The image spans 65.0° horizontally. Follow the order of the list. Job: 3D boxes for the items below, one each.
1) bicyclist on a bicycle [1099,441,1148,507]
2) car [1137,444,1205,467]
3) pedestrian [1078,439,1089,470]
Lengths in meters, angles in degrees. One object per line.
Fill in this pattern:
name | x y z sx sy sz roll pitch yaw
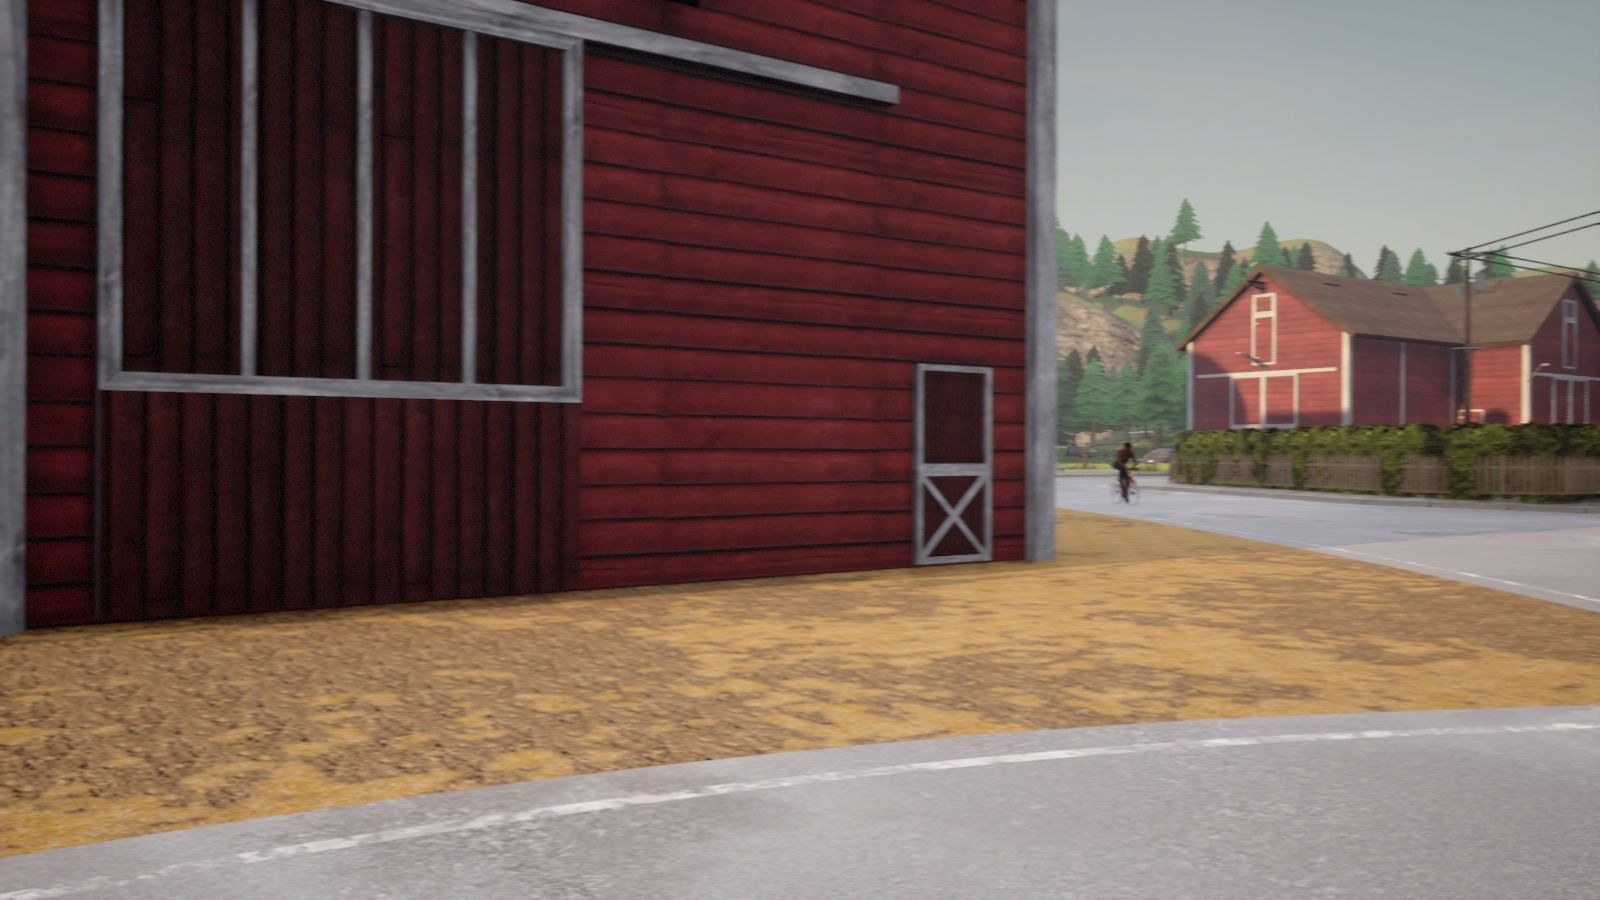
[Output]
bicyclist on a bicycle | 8.262 0.591 32.148 0.582 1.620 1.656 0 0 -9
car | 27.230 0.403 92.075 5.027 1.651 2.152 0 0 -35
pedestrian | 18.115 0.282 80.259 0.692 1.930 0.395 0 0 -42
